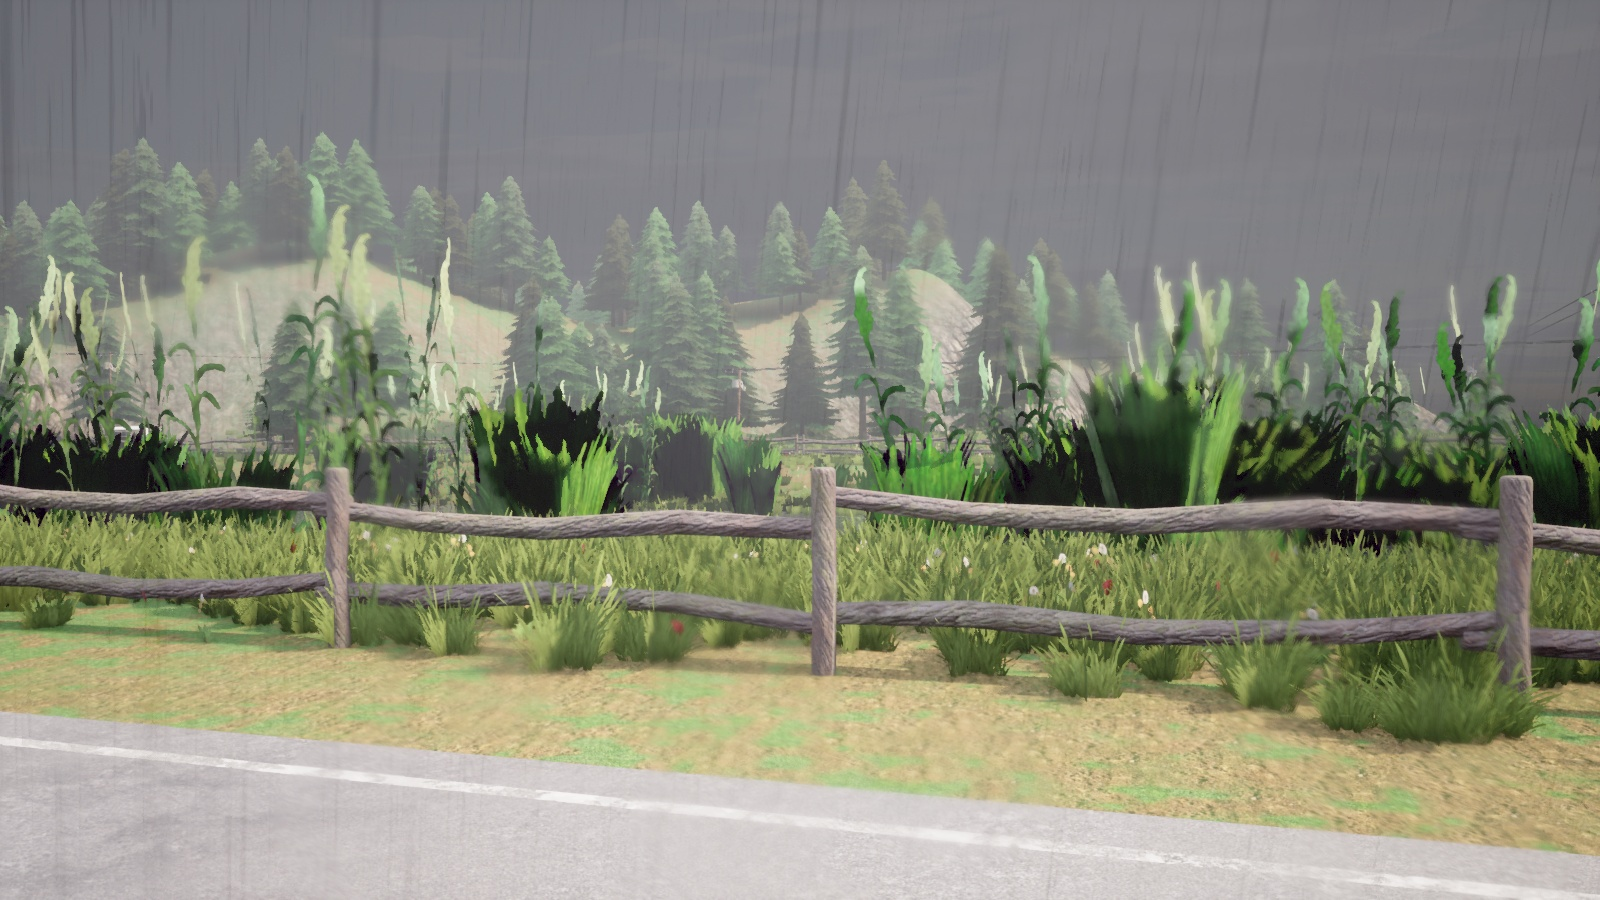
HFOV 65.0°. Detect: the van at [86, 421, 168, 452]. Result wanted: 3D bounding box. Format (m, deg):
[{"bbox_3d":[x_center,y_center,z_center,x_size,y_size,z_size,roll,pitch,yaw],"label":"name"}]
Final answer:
[{"bbox_3d":[-44.783,-0.922,83.589,4.480,2.038,2.069,0,1,11],"label":"van"}]
